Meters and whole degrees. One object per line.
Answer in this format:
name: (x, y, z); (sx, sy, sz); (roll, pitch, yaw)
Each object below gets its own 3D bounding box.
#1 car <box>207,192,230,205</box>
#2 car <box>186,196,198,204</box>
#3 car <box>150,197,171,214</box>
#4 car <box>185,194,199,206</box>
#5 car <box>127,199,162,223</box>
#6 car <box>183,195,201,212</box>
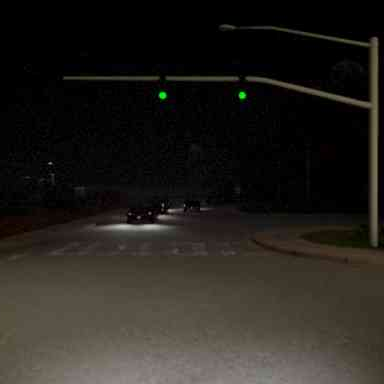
car: (4.156, 1.025, 53.292); (1.905, 1.878, 3.866); (-8, 4, -42)
car: (-0.008, 1.412, 60.749); (2.033, 1.411, 5.357); (0, 0, 0)
car: (-3.593, 1.273, 33.833); (2.097, 1.767, 4.553); (0, 0, 0)
car: (-0.014, 1.188, 51.526); (2.097, 1.767, 4.553); (0, -1, 0)
car: (-3.599, 1.462, 24.931); (1.812, 1.442, 4.674); (0, 0, 0)
car: (-0.005, 1.418, 37.523); (1.837, 1.490, 4.892); (0, 0, 0)
